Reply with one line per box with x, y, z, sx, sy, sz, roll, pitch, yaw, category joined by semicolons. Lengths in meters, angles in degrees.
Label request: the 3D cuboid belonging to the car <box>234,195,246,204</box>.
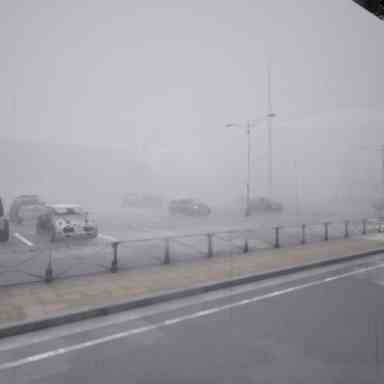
9.125;1.361;58.422;1.845;1.501;3.633;0;0;-36;car

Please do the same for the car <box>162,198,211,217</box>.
-0.307;1.296;28.896;2.007;1.523;4.514;0;0;-36;car

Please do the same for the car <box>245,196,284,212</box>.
7.809;1.310;34.726;1.845;1.501;3.633;0;0;-36;car

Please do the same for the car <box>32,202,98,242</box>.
-5.803;1.365;15.318;1.970;1.475;3.806;0;0;-36;car

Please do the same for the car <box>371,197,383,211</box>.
21.904;1.310;35.465;2.152;1.636;5.027;0;0;-36;car

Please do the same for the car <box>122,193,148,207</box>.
-8.112;1.079;45.587;1.905;1.878;3.866;0;0;-36;car

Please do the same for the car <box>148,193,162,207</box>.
-6.002;1.098;47.626;1.932;1.855;4.605;0;0;-36;car

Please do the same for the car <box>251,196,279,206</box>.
11.068;1.371;50.664;1.970;1.475;3.806;0;0;-36;car

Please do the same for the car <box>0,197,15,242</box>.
-8.854;1.083;13.861;1.905;1.878;3.866;0;0;-36;car

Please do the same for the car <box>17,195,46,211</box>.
-18.471;1.165;38.078;2.152;1.636;5.027;0;0;-36;car

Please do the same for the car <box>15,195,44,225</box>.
-10.810;1.104;22.161;1.932;1.855;4.605;0;0;-36;car
